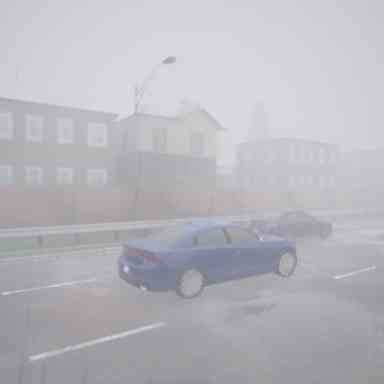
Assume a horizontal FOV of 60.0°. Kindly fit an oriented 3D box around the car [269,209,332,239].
[{"bbox_3d":[4.650,1.526,15.678,4.674,1.442,1.812,0,0,-36],"label":"car"}]

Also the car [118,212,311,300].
[{"bbox_3d":[0.625,1.478,8.520,5.008,1.535,1.882,0,0,-35],"label":"car"}]
